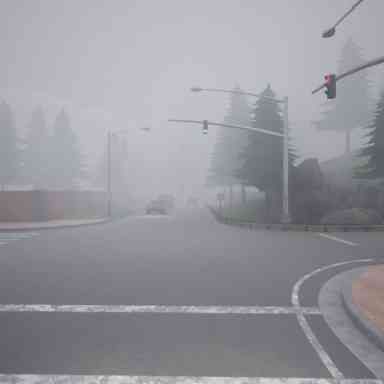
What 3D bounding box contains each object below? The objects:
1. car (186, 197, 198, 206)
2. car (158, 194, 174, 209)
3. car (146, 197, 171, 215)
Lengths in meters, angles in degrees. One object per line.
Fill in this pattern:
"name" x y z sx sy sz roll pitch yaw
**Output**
"car" 0.019 1.512 56.210 2.128 1.511 4.902 0 0 0
"car" -3.629 1.238 45.268 2.150 2.045 5.566 0 0 0
"car" -3.627 1.560 34.855 2.033 1.411 5.357 0 0 0
